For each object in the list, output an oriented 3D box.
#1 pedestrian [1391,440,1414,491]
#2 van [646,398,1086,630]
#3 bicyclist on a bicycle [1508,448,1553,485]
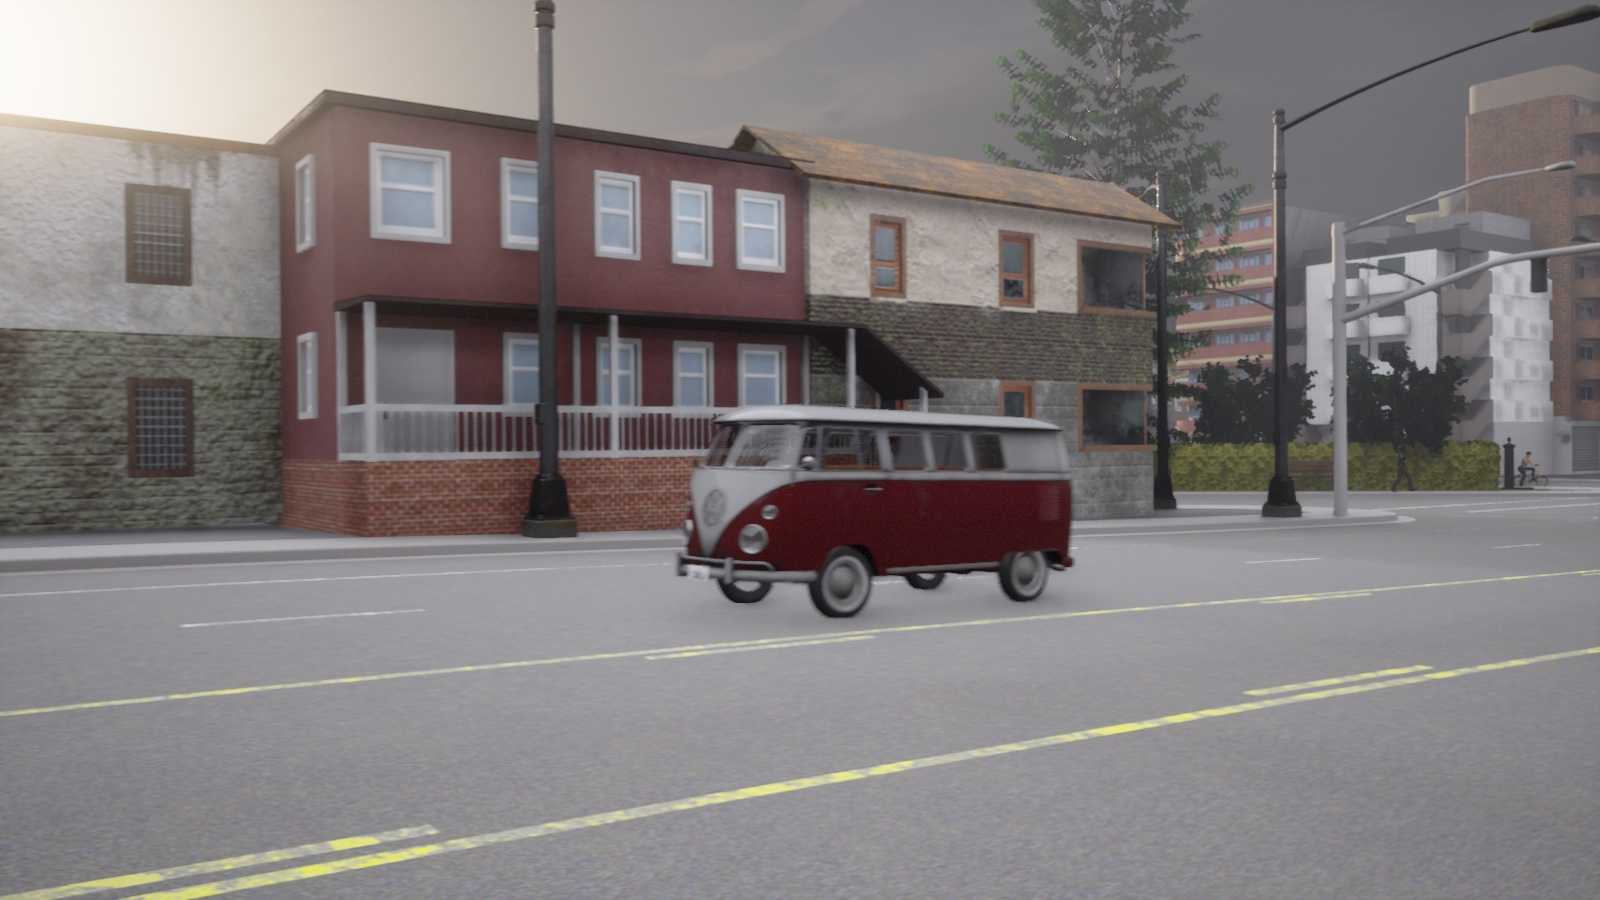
[{"bbox_3d":[23.188,0.602,48.336,0.692,1.930,0.395,-1,0,13],"label":"pedestrian"},{"bbox_3d":[0.806,0.575,12.861,4.442,1.987,1.775,1,-1,-39],"label":"van"},{"bbox_3d":[32.717,0.717,56.266,0.866,1.612,1.509,-1,0,-34],"label":"bicyclist on a bicycle"}]
